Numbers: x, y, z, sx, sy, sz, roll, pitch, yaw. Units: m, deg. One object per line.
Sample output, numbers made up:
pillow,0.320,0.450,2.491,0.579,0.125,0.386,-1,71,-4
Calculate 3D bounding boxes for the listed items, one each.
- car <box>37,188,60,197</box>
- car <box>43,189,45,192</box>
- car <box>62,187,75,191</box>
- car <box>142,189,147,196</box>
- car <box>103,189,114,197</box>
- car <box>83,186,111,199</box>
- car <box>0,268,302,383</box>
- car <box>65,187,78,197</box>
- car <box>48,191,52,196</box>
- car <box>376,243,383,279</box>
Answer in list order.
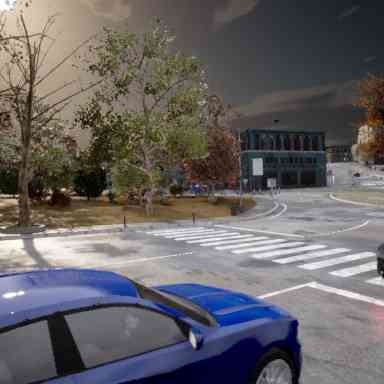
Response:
car,-32.434,0.101,75.250,2.185,1.767,4.553,0,2,18
car,-30.077,0.261,73.450,2.097,1.535,5.008,0,2,18
car,-25.392,0.061,69.763,2.435,2.045,5.566,0,2,17
car,-8.722,-0.083,57.303,2.435,2.045,5.566,-1,2,16
car,-13.518,0.124,60.817,2.185,1.767,4.553,-2,2,16
car,-18.280,0.053,64.423,2.435,2.045,5.566,-2,2,17
car,-1.064,1.477,2.989,5.008,1.535,1.882,0,0,-36
car,-23.024,0.350,67.963,2.163,1.488,4.792,-1,2,17
car,-27.743,0.293,71.614,2.231,1.521,4.892,-1,2,18
car,6.560,1.474,8.409,4.892,1.490,1.837,0,0,-35
